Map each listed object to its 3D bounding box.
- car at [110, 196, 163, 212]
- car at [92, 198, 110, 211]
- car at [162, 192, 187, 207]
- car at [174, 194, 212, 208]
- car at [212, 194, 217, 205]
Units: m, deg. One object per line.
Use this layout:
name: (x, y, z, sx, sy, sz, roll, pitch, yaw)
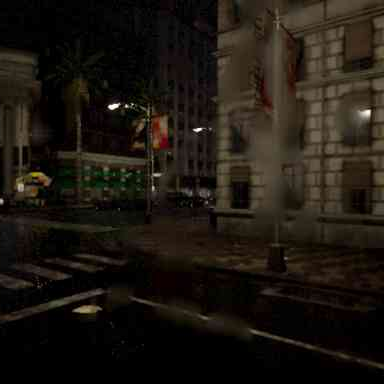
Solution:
car: (-5.973, 1.362, 36.463, 2.033, 1.411, 5.357, 1, 0, 36)
car: (-8.862, 1.337, 38.439, 2.033, 1.411, 5.357, 1, 0, 36)
car: (-2.737, 1.012, 46.629, 2.150, 2.045, 5.566, 1, 0, 38)
car: (0.149, 1.320, 44.626, 1.837, 1.490, 4.892, 1, 0, 38)
car: (3.734, 1.149, 54.213, 4.553, 1.767, 2.097, 0, 0, -45)
